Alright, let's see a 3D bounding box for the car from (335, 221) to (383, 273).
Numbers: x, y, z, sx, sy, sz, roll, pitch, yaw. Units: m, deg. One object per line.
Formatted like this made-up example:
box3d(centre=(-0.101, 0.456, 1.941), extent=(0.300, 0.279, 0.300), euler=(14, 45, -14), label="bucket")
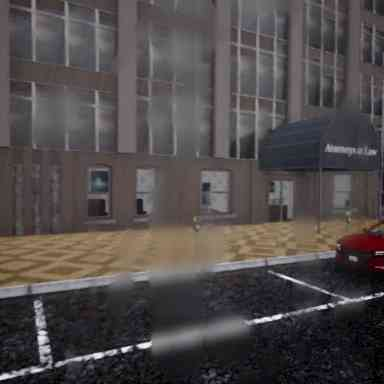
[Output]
box3d(centre=(6.034, 1.432, 9.363), extent=(4.507, 1.381, 1.887), euler=(0, 1, -27), label="car")
